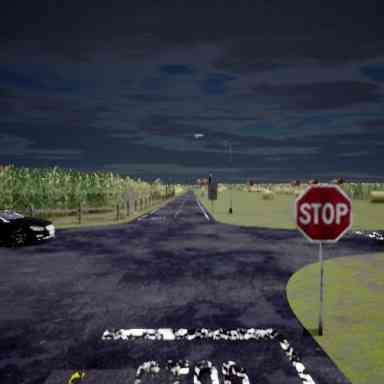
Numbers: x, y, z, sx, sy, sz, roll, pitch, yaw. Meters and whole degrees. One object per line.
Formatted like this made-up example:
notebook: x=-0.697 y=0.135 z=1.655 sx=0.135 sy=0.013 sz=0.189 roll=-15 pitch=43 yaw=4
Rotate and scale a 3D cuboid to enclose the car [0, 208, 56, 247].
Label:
car: x=-8.423 y=1.445 z=14.138 sx=4.902 sy=1.511 sz=2.128 roll=0 pitch=1 yaw=-1
